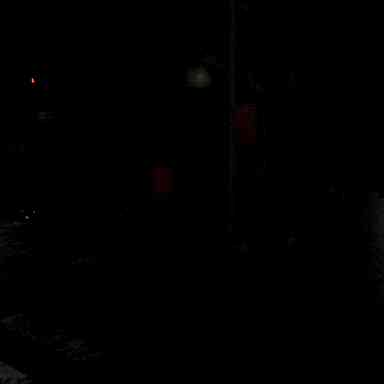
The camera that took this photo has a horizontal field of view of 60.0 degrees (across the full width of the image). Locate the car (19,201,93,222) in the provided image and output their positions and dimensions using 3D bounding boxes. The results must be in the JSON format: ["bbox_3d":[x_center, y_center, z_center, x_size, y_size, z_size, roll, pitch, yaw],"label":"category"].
[{"bbox_3d":[-9.461,1.317,23.415,1.895,1.301,4.718,0,1,35],"label":"car"}]

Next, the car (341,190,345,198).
[{"bbox_3d":[28.202,0.379,60.027,1.837,1.490,4.892,0,1,34],"label":"car"}]

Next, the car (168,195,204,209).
[{"bbox_3d":[-0.818,0.998,35.805,2.033,1.411,5.357,0,1,35],"label":"car"}]

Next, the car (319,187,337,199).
[{"bbox_3d":[24.951,0.106,61.056,2.150,2.045,5.566,0,1,35],"label":"car"}]

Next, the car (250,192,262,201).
[{"bbox_3d":[10.690,0.700,52.140,1.994,1.385,4.181,0,1,35],"label":"car"}]
